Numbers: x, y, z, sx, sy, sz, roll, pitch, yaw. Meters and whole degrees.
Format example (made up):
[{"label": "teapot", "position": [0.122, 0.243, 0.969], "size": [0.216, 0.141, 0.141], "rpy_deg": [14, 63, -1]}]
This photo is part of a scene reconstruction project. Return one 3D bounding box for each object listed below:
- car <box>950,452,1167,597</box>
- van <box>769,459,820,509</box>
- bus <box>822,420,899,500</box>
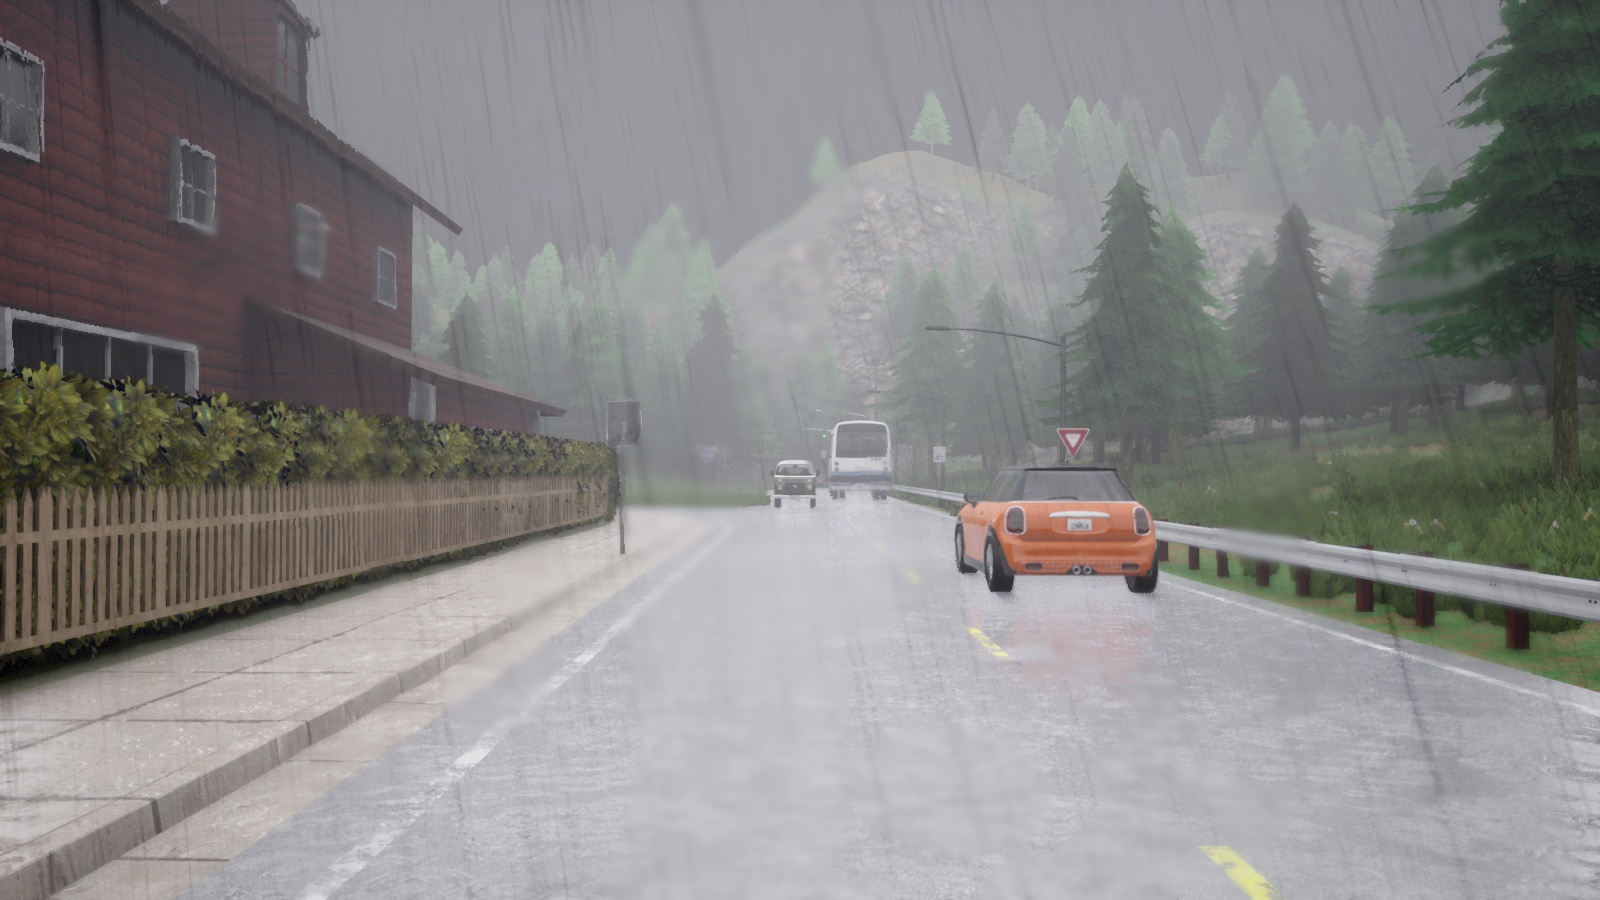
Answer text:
[{"label": "car", "position": [3.453, 0.956, 17.731], "size": [2.097, 1.767, 4.553], "rpy_deg": [0, -1, 0]}, {"label": "van", "position": [-0.179, 1.434, 53.474], "size": [2.069, 2.038, 4.480], "rpy_deg": [0, -1, 1]}, {"label": "bus", "position": [3.320, 0.636, 72.336], "size": [3.944, 4.253, 10.273], "rpy_deg": [0, -1, 0]}]
